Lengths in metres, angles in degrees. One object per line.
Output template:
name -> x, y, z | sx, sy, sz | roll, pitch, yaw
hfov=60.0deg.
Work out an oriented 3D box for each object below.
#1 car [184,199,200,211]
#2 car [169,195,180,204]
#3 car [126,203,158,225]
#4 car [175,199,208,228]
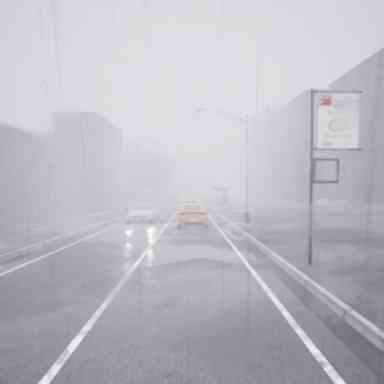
car -> -0.033, 1.629, 42.640 | 1.994, 1.385, 4.181 | 0, 0, 0
car -> -3.337, 1.454, 66.061 | 2.097, 1.767, 4.553 | 0, 0, 0
car -> -3.521, 1.539, 24.151 | 1.812, 1.442, 4.674 | 0, 0, 0
car -> 0.056, 1.488, 22.343 | 1.882, 1.535, 5.008 | 0, 0, 0
